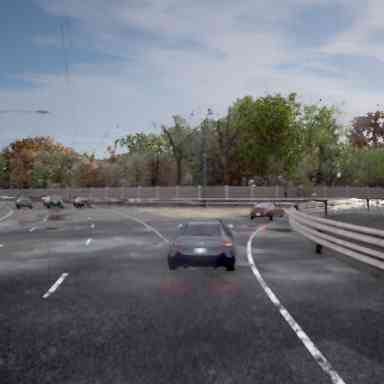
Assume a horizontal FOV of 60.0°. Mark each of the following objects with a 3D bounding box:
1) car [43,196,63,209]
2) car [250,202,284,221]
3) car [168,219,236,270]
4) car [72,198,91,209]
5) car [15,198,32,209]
[{"bbox_3d":[-19.531,1.404,46.782,2.097,1.767,4.553,0,0,-31],"label":"car"},{"bbox_3d":[6.319,1.555,27.896,1.812,1.442,4.674,0,0,30],"label":"car"},{"bbox_3d":[0.436,1.576,11.117,1.994,1.385,4.181,0,0,6],"label":"car"},{"bbox_3d":[-15.609,1.557,47.081,1.837,1.490,4.892,0,0,-30],"label":"car"},{"bbox_3d":[-23.956,1.545,47.316,2.128,1.511,4.902,0,0,-32],"label":"car"}]
